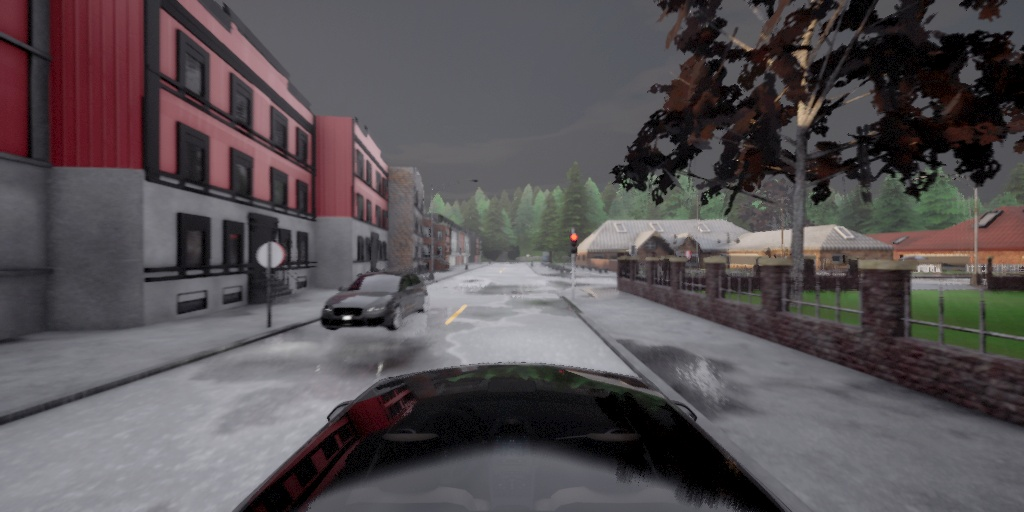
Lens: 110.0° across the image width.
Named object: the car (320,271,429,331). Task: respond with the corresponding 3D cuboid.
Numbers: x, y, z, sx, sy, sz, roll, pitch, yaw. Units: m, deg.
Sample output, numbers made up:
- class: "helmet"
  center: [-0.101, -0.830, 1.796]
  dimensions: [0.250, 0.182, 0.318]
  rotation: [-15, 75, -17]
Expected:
- class: "car"
  center: [-3.919, 1.245, 11.067]
  dimensions: [1.837, 1.490, 4.892]
  rotation: [0, 0, 1]
